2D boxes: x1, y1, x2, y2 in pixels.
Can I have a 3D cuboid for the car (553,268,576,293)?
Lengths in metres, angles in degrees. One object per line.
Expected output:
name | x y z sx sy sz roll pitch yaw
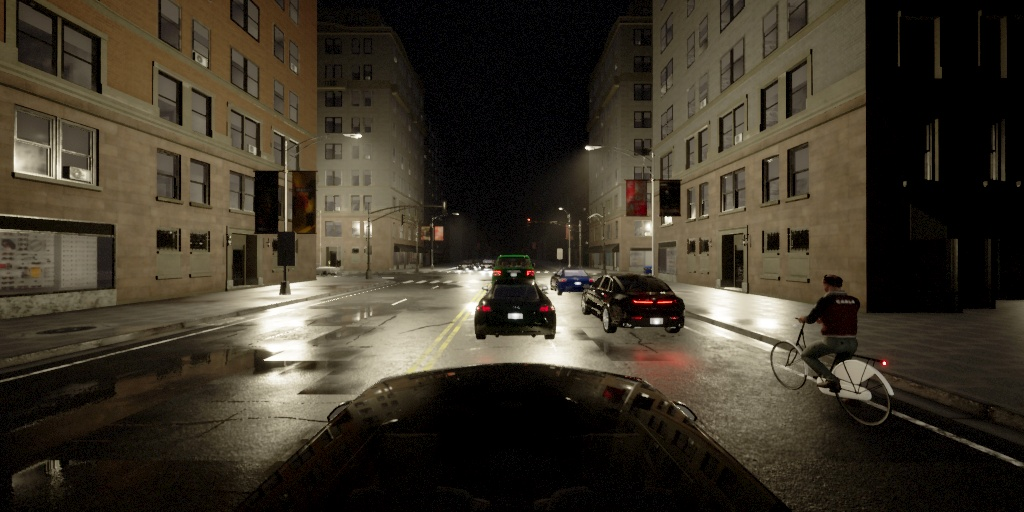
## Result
car | 3.228 1.317 19.589 1.994 1.385 4.181 0 0 0

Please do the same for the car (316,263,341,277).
car | -19.215 1.335 34.738 4.718 1.301 1.895 0 0 3

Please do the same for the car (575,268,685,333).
car | 3.336 1.256 10.693 1.837 1.490 4.892 0 0 0

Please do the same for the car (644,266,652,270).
car | 16.363 1.289 37.584 5.008 1.535 1.882 0 0 0

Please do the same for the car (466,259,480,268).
car | -6.642 1.273 61.257 1.837 1.490 4.892 0 0 0

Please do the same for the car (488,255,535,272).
car | 0.079 0.975 19.440 2.150 2.045 5.566 0 0 0

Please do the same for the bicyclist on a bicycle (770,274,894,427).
bicyclist on a bicycle | 4.140 1.121 4.834 0.659 1.776 1.843 0 0 0

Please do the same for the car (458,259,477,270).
car | -6.645 1.292 52.247 1.812 1.442 4.674 0 0 0

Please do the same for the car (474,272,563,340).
car | 0.087 1.315 10.027 1.994 1.385 4.181 0 0 0

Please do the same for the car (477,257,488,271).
car | -3.397 1.257 50.991 2.128 1.511 4.902 0 0 0

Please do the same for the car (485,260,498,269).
car | -3.396 1.369 60.255 1.895 1.301 4.718 0 0 0
